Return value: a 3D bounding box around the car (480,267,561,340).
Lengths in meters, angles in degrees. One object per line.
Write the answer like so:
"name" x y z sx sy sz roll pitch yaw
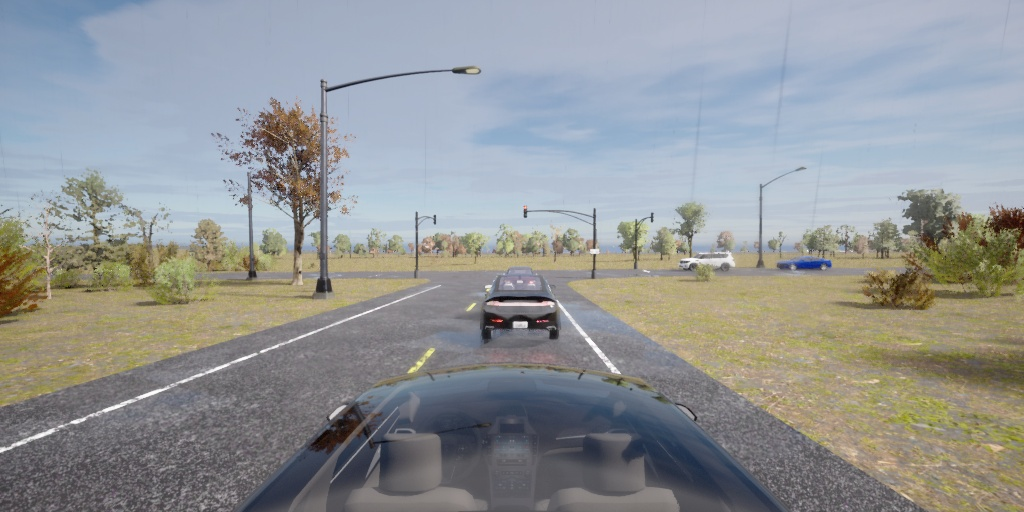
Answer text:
"car" 0.221 1.235 9.976 2.128 1.511 4.902 0 0 1

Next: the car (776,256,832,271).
"car" 31.611 0.775 38.906 5.008 1.535 1.882 -1 1 5

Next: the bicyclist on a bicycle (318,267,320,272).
"bicyclist on a bicycle" -25.337 1.326 47.877 0.582 1.620 1.656 -1 0 5

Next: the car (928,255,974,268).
"car" 46.584 0.621 37.556 5.008 1.535 1.882 -1 1 5

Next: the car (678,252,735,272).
"car" 21.553 0.629 39.795 5.566 2.045 2.150 -1 1 5
